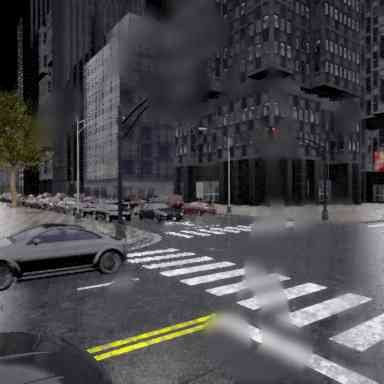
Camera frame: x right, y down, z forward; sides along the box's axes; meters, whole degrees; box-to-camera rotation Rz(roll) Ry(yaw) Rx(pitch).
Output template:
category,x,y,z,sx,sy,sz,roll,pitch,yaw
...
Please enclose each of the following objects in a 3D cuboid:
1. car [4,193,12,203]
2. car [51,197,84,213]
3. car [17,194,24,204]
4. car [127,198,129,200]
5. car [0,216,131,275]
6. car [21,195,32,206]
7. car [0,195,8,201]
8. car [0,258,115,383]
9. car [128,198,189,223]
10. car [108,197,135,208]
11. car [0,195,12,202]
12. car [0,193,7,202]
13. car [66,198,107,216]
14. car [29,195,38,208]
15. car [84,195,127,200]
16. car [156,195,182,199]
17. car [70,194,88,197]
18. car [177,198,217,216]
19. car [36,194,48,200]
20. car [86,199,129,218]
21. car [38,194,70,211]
category,x,y,z,sx,sy,sz,roll,pitch,yaw
car,-33.144,1.377,61.998,1.887,1.381,4.507,0,0,-37
car,-12.996,1.489,34.813,1.802,1.307,4.206,0,0,-37
car,-26.428,1.418,52.936,1.947,1.339,4.313,0,0,-37
car,-6.145,1.428,39.886,1.947,1.339,4.313,0,0,-37
car,-3.878,1.563,8.907,4.181,1.385,1.994,0,0,-36
car,-22.968,1.389,48.268,1.752,1.417,4.829,0,0,-37
car,-43.216,1.387,75.590,1.802,1.307,4.206,0,0,-37
car,-2.709,1.505,1.488,4.892,1.490,1.837,0,0,-37
car,-2.702,1.485,25.605,2.033,1.411,5.357,0,0,-34
car,-9.502,1.411,44.415,1.947,1.339,4.313,0,0,-37
car,-39.859,1.379,71.061,1.947,1.339,4.313,0,0,-37
car,-36.502,1.137,66.528,2.192,1.841,5.009,0,0,-37
car,-9.639,1.491,30.282,1.947,1.339,4.313,0,0,-37
car,-19.712,1.459,43.875,1.802,1.307,4.206,0,0,-37
car,-8.885,1.394,33.894,2.128,1.511,4.902,0,0,-37
car,-2.788,1.194,35.355,2.192,1.841,5.009,0,0,-37
car,-15.158,1.377,42.382,1.837,1.490,4.892,0,0,-36
car,0.570,1.481,30.825,1.802,1.307,4.206,0,0,-37
car,-36.462,1.285,80.794,1.752,1.417,4.829,0,0,-37
car,-6.280,1.511,25.751,1.947,1.339,4.313,0,0,-37
car,-16.354,1.331,39.343,1.967,1.590,4.097,0,0,-37
